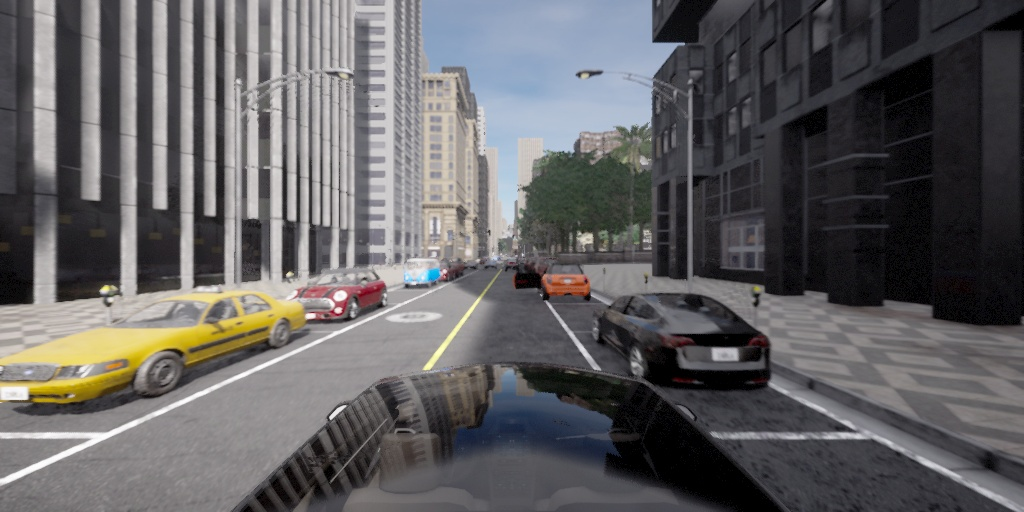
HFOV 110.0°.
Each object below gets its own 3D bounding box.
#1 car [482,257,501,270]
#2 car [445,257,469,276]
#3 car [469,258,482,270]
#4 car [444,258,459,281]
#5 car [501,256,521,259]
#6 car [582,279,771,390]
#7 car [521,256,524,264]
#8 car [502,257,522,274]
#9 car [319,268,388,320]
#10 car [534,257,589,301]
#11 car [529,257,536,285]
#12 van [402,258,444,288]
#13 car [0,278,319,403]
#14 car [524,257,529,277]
[{"bbox_3d":[-3.030,1.237,52.154,2.033,1.411,5.357,0,0,0],"label":"car"},{"bbox_3d":[-5.770,1.031,34.170,2.192,1.841,5.009,0,0,0],"label":"car"},{"bbox_3d":[-5.774,1.258,50.635,1.948,1.339,4.313,0,0,0],"label":"car"},{"bbox_3d":[-5.769,1.162,28.683,1.967,1.591,4.097,0,0,0],"label":"car"},{"bbox_3d":[-0.209,1.181,58.357,1.837,1.490,4.892,0,0,-17],"label":"car"},{"bbox_3d":[2.761,1.310,6.724,1.948,1.339,4.313,0,0,0],"label":"car"},{"bbox_3d":[2.751,1.007,50.619,2.192,1.841,5.009,0,0,0],"label":"car"},{"bbox_3d":[0.061,1.200,46.757,1.837,1.490,4.892,0,-1,1],"label":"car"},{"bbox_3d":[-5.765,1.179,12.220,1.967,1.591,4.097,0,0,0],"label":"car"},{"bbox_3d":[2.385,1.085,17.475,2.097,1.767,4.553,0,0,0],"label":"car"},{"bbox_3d":[2.756,1.036,28.671,2.192,1.841,5.009,0,0,0],"label":"car"},{"bbox_3d":[-5.768,1.068,23.195,1.690,1.789,3.998,0,0,0],"label":"van"},{"bbox_3d":[-5.764,1.270,6.562,1.751,1.417,4.829,0,0,0],"label":"car"},{"bbox_3d":[2.754,1.024,39.644,2.192,1.841,5.009,0,0,0],"label":"car"}]
